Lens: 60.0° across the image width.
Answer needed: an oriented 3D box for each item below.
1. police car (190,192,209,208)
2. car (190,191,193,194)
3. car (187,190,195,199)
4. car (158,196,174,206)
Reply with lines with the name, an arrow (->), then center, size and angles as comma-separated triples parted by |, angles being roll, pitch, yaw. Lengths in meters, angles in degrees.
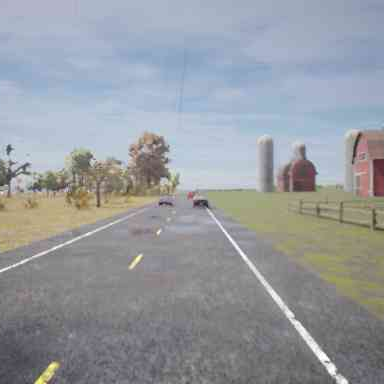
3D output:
police car -> 1.052, 1.112, 40.861 | 1.930, 1.638, 5.238 | 0, 0, 0
car -> 1.053, 1.011, 56.941 | 1.801, 1.575, 5.366 | 0, 0, 0
car -> 0.005, 0.609, 76.091 | 2.150, 2.045, 5.566 | 0, 0, 0
car -> -3.546, 1.194, 45.778 | 2.033, 1.411, 5.357 | 0, 0, 1
